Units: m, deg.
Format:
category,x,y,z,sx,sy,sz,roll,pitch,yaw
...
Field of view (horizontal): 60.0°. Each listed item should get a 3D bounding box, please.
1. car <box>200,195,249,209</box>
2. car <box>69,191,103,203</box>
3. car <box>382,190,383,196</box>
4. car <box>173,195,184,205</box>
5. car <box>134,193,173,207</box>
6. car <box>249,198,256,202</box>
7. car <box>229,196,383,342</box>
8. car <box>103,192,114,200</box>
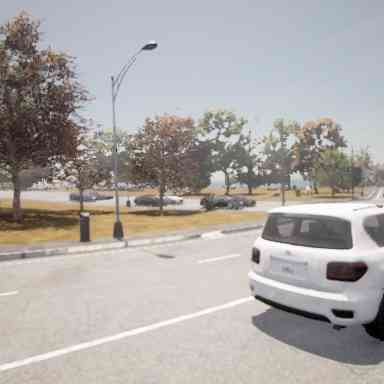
category,x,y,z,sx,sy,sz,roll,pitch,yaw
car,3.161,1.073,35.922,4.902,1.511,2.128,0,2,33
car,-15.885,0.669,48.515,4.902,1.511,2.128,2,3,33
car,28.366,0.033,47.456,1.837,1.490,4.892,-1,2,32
car,-3.195,0.904,44.315,4.674,1.442,1.812,1,3,34
car,-5.098,1.038,41.382,4.674,1.442,1.812,1,3,33
car,5.361,1.012,38.662,4.181,1.385,1.994,0,2,33
car,3.556,1.231,6.767,5.566,2.045,2.150,-1,0,-39
car,-14.541,0.567,51.822,5.357,1.411,2.033,2,4,34
